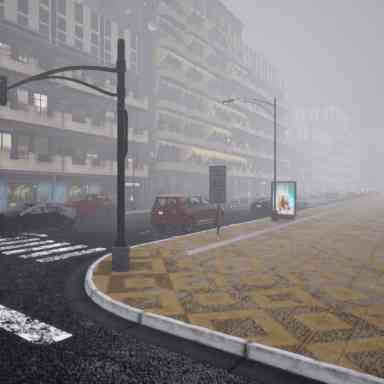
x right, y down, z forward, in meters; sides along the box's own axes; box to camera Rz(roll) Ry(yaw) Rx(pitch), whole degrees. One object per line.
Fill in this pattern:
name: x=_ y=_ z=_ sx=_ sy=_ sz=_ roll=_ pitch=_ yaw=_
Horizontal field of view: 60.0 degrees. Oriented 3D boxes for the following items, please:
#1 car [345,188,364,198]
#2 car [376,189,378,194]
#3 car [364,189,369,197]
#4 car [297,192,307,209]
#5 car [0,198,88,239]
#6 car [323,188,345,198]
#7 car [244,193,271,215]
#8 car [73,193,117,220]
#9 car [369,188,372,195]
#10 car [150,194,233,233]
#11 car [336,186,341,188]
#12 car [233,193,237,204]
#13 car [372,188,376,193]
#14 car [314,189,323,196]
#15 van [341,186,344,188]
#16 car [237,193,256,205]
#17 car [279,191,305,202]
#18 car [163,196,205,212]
car: x=28.495 y=0.308 z=58.615 sx=1.887 sy=1.381 sz=4.507 roll=1 pitch=2 yaw=35
car: x=44.389 y=-0.221 z=81.344 sx=2.008 sy=1.369 sz=4.403 roll=1 pitch=2 yaw=35
car: x=31.674 y=0.098 z=63.157 sx=1.967 sy=1.590 sz=4.097 roll=1 pitch=2 yaw=35
car: x=9.421 y=0.965 z=31.340 sx=1.947 sy=1.339 sz=4.313 roll=1 pitch=2 yaw=35
car: x=-7.871 y=1.296 z=16.217 sx=2.128 sy=1.511 sz=4.902 roll=0 pitch=1 yaw=31
car: x=24.644 y=0.380 z=57.655 sx=1.994 sy=1.385 sz=4.181 roll=0 pitch=1 yaw=35
car: x=6.242 y=1.069 z=26.794 sx=1.947 sy=1.339 sz=4.313 roll=1 pitch=2 yaw=35
car: x=-7.017 y=1.010 z=22.448 sx=2.192 sy=1.841 sz=5.009 roll=1 pitch=2 yaw=35
car: x=34.853 y=0.095 z=67.706 sx=1.887 sy=1.381 sz=4.507 roll=1 pitch=2 yaw=35
car: x=-0.115 y=1.026 z=17.696 sx=2.192 sy=1.841 sz=5.009 roll=1 pitch=2 yaw=35
car: x=34.300 y=-0.240 z=81.534 sx=1.967 sy=1.590 sz=4.097 roll=2 pitch=2 yaw=35
car: x=1.720 y=1.030 z=30.458 sx=2.033 sy=1.411 sz=5.357 roll=0 pitch=1 yaw=35
car: x=38.032 y=-0.012 z=72.252 sx=1.887 sy=1.381 sz=4.507 roll=1 pitch=2 yaw=35
car: x=27.943 y=-0.025 z=72.444 sx=1.967 sy=1.590 sz=4.097 roll=2 pitch=2 yaw=35
van: x=37.479 y=-0.446 z=86.076 sx=1.690 sy=1.788 sz=3.998 roll=2 pitch=2 yaw=35
car: x=5.695 y=0.829 z=40.634 sx=2.008 sy=1.369 sz=4.403 roll=2 pitch=2 yaw=35
car: x=14.806 y=0.600 z=49.003 sx=2.033 sy=1.411 sz=5.357 roll=0 pitch=1 yaw=35
car: x=-0.662 y=1.069 z=31.545 sx=1.802 sy=1.307 sz=4.206 roll=2 pitch=2 yaw=35
